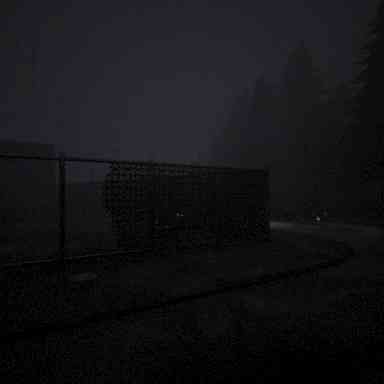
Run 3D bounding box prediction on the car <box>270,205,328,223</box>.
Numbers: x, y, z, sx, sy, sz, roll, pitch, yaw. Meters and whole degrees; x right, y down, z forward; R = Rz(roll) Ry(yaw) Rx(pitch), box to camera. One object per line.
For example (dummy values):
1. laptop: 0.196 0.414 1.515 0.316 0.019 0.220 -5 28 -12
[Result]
1. car: 7.691 1.601 25.235 1.895 1.301 4.718 0 0 -33
